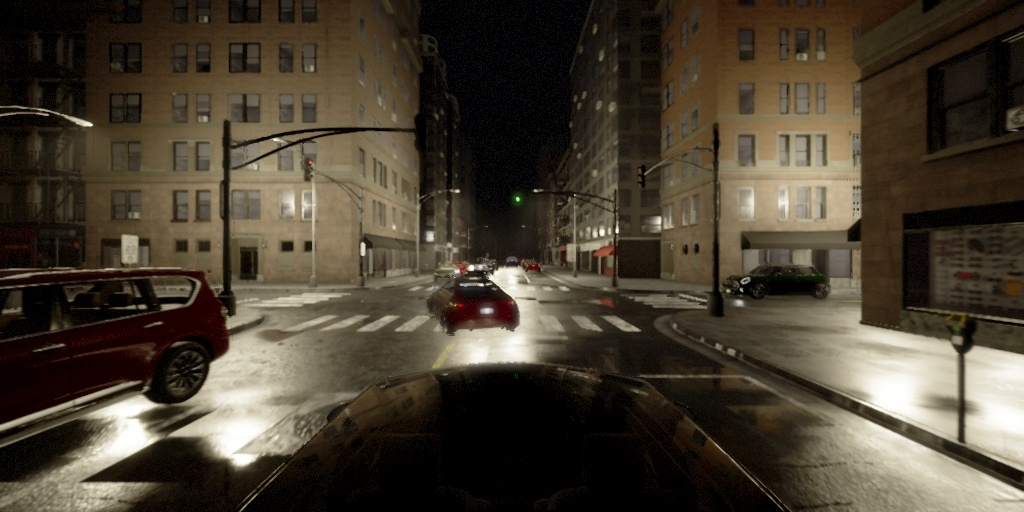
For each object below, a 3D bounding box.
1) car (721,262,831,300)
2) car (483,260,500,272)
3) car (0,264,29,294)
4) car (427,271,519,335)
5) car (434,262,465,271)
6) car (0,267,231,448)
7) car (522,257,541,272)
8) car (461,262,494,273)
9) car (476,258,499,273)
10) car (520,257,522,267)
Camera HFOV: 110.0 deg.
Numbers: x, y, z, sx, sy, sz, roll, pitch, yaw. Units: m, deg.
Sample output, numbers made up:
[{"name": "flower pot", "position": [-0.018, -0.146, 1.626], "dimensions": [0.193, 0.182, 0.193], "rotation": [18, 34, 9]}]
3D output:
[{"name": "car", "position": [13.169, 1.196, 18.140], "dimensions": [4.553, 1.767, 2.097], "rotation": [0, 0, 0]}, {"name": "car", "position": [-2.799, 1.319, 49.886], "dimensions": [2.128, 1.511, 4.902], "rotation": [0, 0, 0]}, {"name": "car", "position": [-28.251, 1.152, 18.093], "dimensions": [4.902, 1.511, 2.128], "rotation": [0, 0, 0]}, {"name": "car", "position": [-1.302, 1.331, 10.764], "dimensions": [1.994, 1.385, 4.181], "rotation": [0, 0, -20]}, {"name": "car", "position": [-5.384, 1.349, 30.016], "dimensions": [2.007, 1.370, 4.403], "rotation": [0, 0, 0]}, {"name": "car", "position": [-5.387, 1.068, 3.552], "dimensions": [2.192, 1.841, 5.009], "rotation": [0, 0, 0]}, {"name": "car", "position": [2.643, 1.263, 46.370], "dimensions": [1.967, 1.591, 4.097], "rotation": [0, 0, 0]}, {"name": "car", "position": [-2.845, 1.400, 30.166], "dimensions": [1.895, 1.301, 4.718], "rotation": [0, 0, 0]}, {"name": "car", "position": [-2.835, 1.305, 39.735], "dimensions": [2.128, 1.511, 4.902], "rotation": [0, 0, 0]}, {"name": "car", "position": [2.645, 1.277, 57.279], "dimensions": [1.967, 1.591, 4.097], "rotation": [0, 0, 0]}]
